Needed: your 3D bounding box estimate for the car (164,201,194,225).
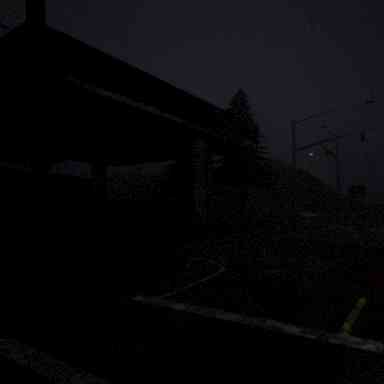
[{"bbox_3d":[-1.838,1.703,26.908,3.866,1.878,1.905,-2,-1,35],"label":"car"}]
